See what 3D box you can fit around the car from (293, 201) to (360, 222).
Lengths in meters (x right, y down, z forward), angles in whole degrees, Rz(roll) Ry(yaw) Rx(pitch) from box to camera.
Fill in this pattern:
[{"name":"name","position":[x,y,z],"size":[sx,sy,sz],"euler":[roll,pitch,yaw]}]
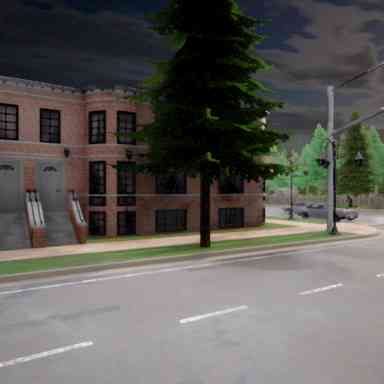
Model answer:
[{"name":"car","position":[10.759,1.594,26.583],"size":[1.895,1.301,4.718],"euler":[0,0,-31]}]

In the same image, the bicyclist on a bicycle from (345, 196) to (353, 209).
[{"name":"bicyclist on a bicycle","position":[19.240,1.290,40.664],"size":[1.656,1.620,0.582],"euler":[0,0,-31]}]

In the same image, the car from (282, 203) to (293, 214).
[{"name":"car","position":[11.192,1.593,32.718],"size":[1.895,1.301,4.718],"euler":[0,0,-31]}]
